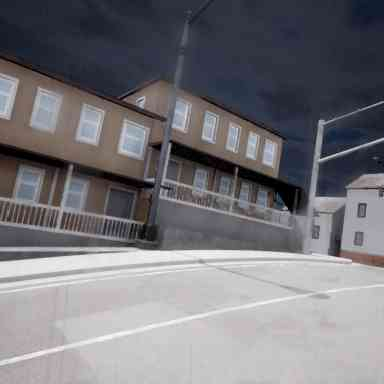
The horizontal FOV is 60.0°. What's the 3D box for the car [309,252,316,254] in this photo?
[{"bbox_3d":[10.835,6.154,30.236,1.895,1.301,4.718,14,-17,-34],"label":"car"}]
